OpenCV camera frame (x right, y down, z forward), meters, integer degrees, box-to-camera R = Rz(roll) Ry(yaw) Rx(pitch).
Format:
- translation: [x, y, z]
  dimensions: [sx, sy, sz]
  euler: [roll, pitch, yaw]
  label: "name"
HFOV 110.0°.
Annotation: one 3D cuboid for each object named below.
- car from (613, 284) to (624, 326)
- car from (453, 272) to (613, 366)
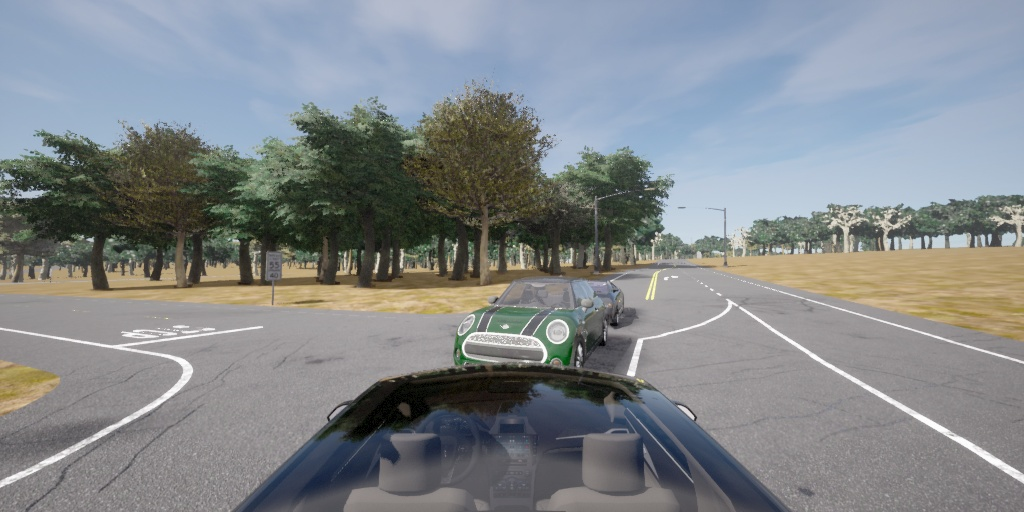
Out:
- translation: [2.895, 1.555, 12.918]
  dimensions: [1.994, 1.385, 4.181]
  euler: [-2, 0, 22]
  label: "car"
- translation: [0.674, 1.222, 7.484]
  dimensions: [2.097, 1.767, 4.553]
  euler: [-1, -2, 22]
  label: "car"
